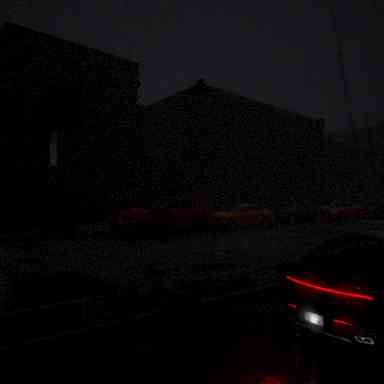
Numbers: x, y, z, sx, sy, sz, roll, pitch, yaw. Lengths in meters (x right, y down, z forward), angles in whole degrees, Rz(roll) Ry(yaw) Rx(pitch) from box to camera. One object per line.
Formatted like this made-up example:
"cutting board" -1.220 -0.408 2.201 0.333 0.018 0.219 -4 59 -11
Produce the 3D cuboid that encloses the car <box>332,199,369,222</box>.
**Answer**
"car" 11.978 1.389 27.150 4.553 1.767 2.185 0 0 -36

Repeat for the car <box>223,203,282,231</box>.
"car" 2.976 1.486 20.696 5.008 1.535 2.097 0 0 -36

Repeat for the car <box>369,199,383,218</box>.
"car" 16.469 1.403 30.369 4.553 1.767 2.185 0 0 -36

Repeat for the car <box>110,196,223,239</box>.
"car" -1.439 1.221 17.530 5.566 2.045 2.435 0 0 -36

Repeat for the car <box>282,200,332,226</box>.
"car" 7.467 1.501 23.916 4.892 1.521 2.231 0 0 -36

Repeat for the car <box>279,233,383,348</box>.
"car" 3.671 1.520 6.058 4.892 1.490 1.837 0 0 -36
